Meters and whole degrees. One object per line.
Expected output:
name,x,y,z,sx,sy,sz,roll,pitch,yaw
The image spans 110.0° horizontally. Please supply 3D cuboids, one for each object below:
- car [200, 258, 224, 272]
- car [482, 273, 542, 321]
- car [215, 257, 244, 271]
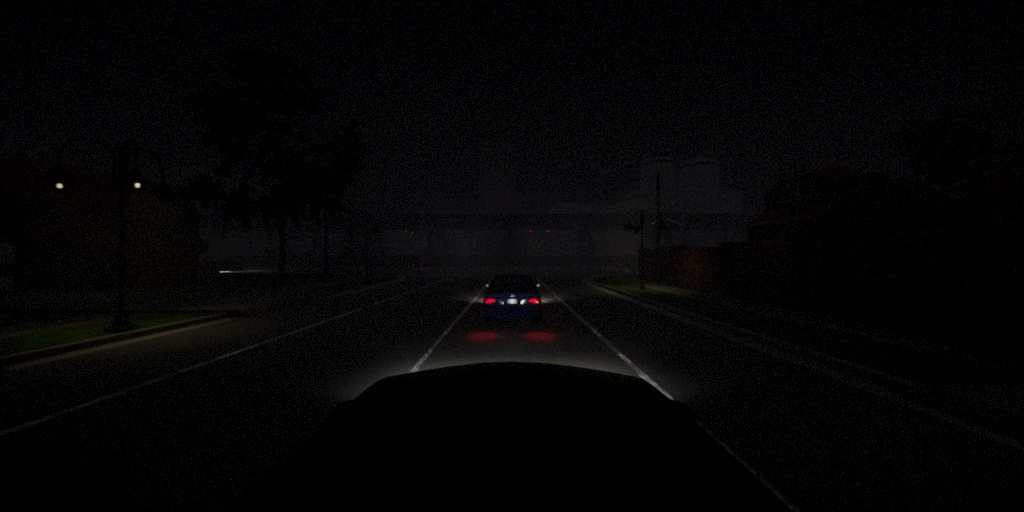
car,-39.804,1.337,45.506,4.181,1.385,1.994,0,0,2
car,0.022,1.303,12.417,2.033,1.411,5.357,0,0,0
car,-39.441,1.250,48.997,5.008,1.535,1.882,0,0,2
